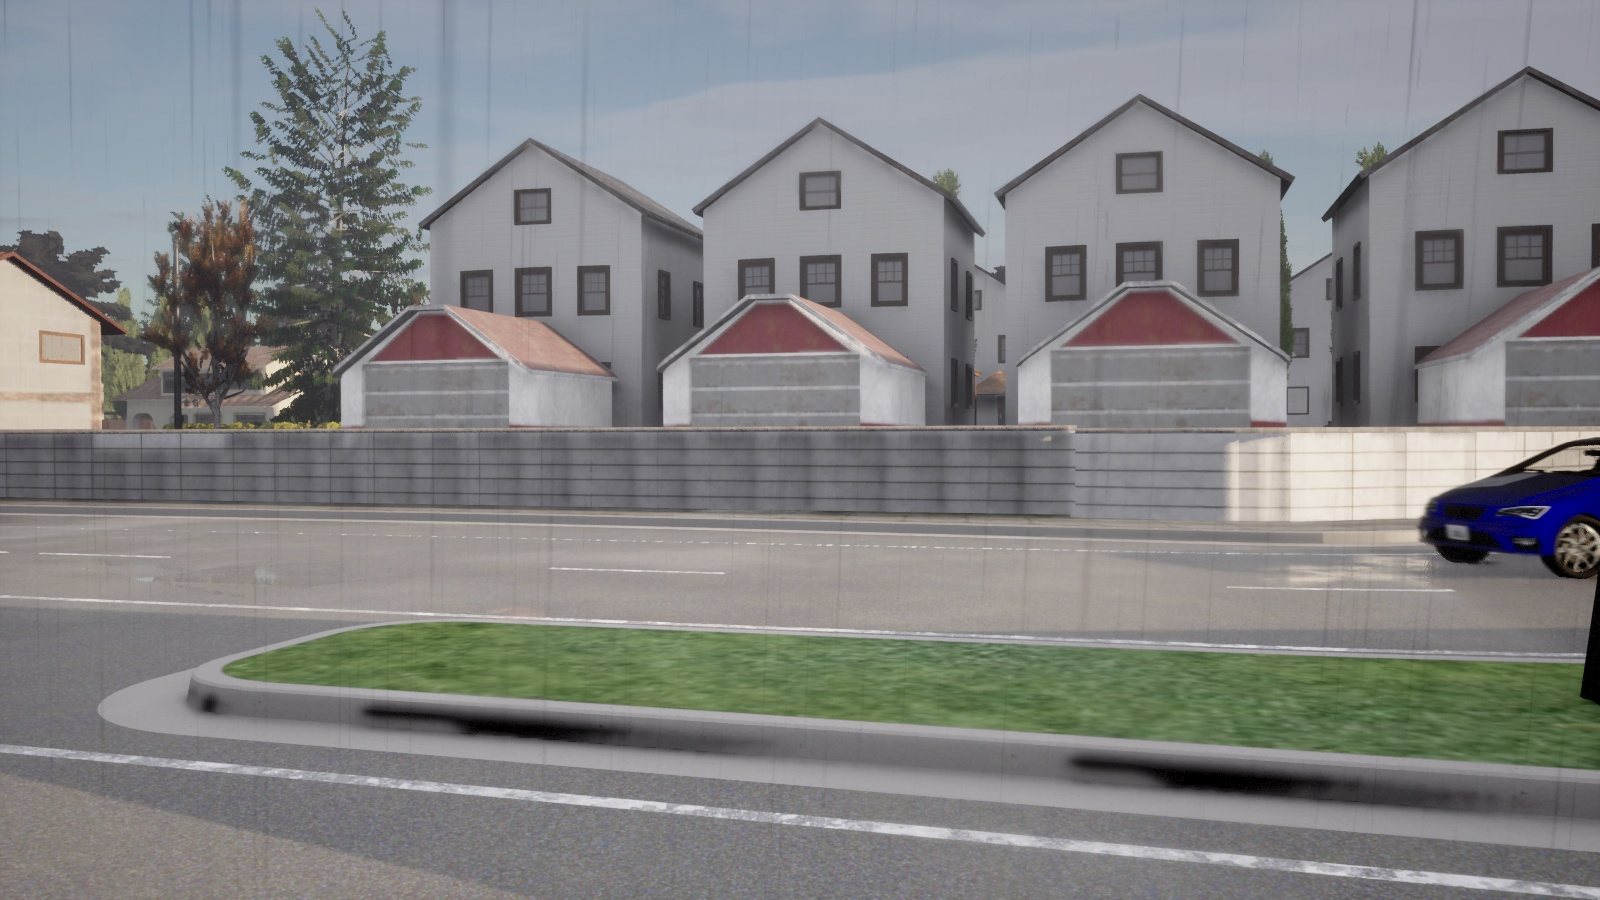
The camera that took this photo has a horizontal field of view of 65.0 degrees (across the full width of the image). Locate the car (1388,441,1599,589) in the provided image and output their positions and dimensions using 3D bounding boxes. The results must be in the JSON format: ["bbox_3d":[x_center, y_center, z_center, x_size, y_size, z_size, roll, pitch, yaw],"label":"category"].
[{"bbox_3d":[9.016,0.649,14.055,4.193,1.474,1.816,0,1,-15],"label":"car"}]
